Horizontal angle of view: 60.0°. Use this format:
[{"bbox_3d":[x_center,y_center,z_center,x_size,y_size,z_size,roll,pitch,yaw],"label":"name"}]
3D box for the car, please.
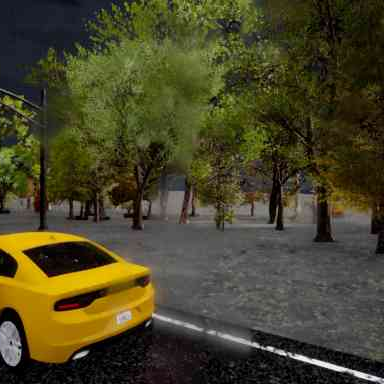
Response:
[{"bbox_3d":[-2.900,1.444,5.749,5.008,1.535,1.882,1,0,35],"label":"car"}]
